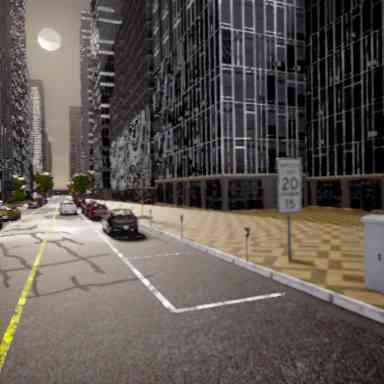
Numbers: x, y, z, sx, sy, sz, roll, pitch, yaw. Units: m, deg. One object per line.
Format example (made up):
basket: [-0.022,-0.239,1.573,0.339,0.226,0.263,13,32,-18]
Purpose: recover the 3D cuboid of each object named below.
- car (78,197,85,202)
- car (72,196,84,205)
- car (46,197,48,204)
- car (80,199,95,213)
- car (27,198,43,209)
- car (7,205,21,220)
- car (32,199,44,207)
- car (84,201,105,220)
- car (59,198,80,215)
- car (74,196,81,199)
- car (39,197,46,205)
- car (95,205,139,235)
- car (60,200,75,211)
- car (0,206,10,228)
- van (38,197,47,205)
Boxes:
car: [-12.461,1.699,40.510,1.967,1.590,4.097,-2,0,-21]
car: [-24.759,1.860,72.092,2.192,1.841,5.009,-2,0,-21]
car: [-36.146,2.416,79.747,1.802,1.307,4.206,-2,0,-21]
car: [-10.407,1.757,35.247,1.887,1.381,4.507,-2,0,-21]
car: [-27.952,2.189,58.692,2.008,1.369,4.403,-2,0,-21]
car: [-17.647,1.927,32.216,1.752,1.417,4.829,-2,0,-21]
car: [-32.049,2.286,69.219,2.008,1.369,4.403,-2,0,-21]
car: [-8.357,1.748,29.983,1.802,1.307,4.206,-2,0,-21]
car: [-14.537,1.839,39.175,1.812,1.442,4.674,-1,0,-21]
car: [-20.662,1.763,61.565,2.192,1.841,5.009,-2,0,-21]
car: [-30.010,2.002,63.954,2.192,1.841,5.009,-2,0,-21]
car: [-4.260,1.626,19.456,2.008,1.369,4.403,-2,0,-21]
car: [-18.138,1.960,48.420,1.994,1.385,4.181,-1,0,-21]
car: [-13.609,1.877,21.847,1.947,1.339,4.313,-2,0,-21]
van: [-38.204,2.225,85.008,1.690,1.788,3.998,-2,0,-21]
